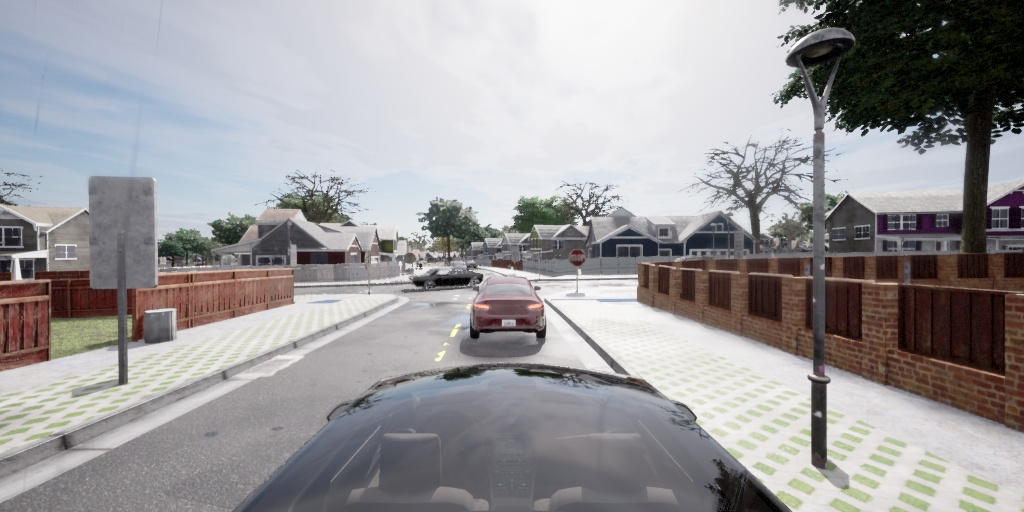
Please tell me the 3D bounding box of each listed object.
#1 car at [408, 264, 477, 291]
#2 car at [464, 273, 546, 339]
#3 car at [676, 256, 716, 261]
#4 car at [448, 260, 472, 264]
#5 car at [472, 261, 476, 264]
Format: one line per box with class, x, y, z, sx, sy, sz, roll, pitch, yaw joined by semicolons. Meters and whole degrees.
car;-4.194;1.432;23.284;4.718;1.301;1.895;-2;1;-24
car;-0.136;1.280;10.022;1.812;1.442;4.674;0;0;-2
car;11.902;0.814;24.527;4.553;1.767;2.097;-1;1;4
car;-5.532;1.351;37.066;2.128;1.511;4.902;0;0;-8
car;-7.065;1.526;60.813;1.812;1.442;4.674;0;0;-13
